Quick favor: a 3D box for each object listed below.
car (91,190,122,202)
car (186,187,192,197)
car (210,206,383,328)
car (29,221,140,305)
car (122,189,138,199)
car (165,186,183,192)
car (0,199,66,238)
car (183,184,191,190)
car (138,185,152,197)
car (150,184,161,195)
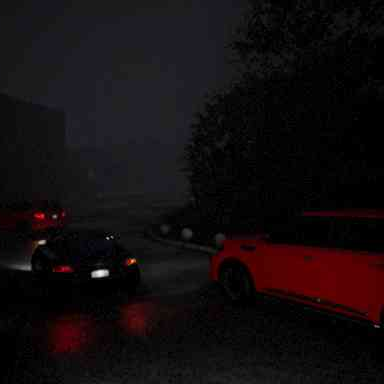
[{"bbox_3d":[-13.670,0.671,51.926,1.946,1.575,5.366,0,3,19],"label":"car"},{"bbox_3d":[1.085,0.086,58.543,1.837,1.490,4.892,0,3,19],"label":"car"},{"bbox_3d":[2.760,1.269,6.052,2.150,2.045,5.566,0,-1,-39],"label":"car"},{"bbox_3d":[-2.867,1.662,8.546,1.994,1.385,4.181,0,-1,-30],"label":"car"},{"bbox_3d":[-11.870,0.380,57.139,1.946,1.575,5.366,0,3,19],"label":"car"},{"bbox_3d":[-4.619,-0.755,78.282,2.163,1.488,4.792,0,3,19],"label":"car"},{"bbox_3d":[-9.907,1.459,19.354,5.566,2.045,2.150,-1,-1,26],"label":"car"},{"bbox_3d":[-1.023,-1.362,88.753,2.231,1.521,4.892,0,3,19],"label":"car"},{"bbox_3d":[-10.080,0.092,62.358,1.946,1.575,5.366,0,3,19],"label":"car"},{"bbox_3d":[-8.201,-0.459,67.832,2.435,2.045,5.566,0,3,19],"label":"car"}]
